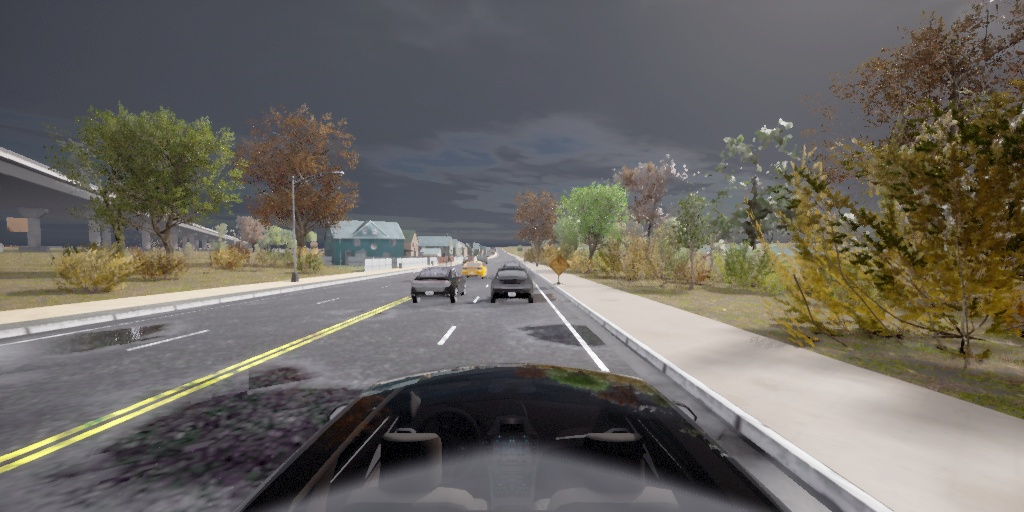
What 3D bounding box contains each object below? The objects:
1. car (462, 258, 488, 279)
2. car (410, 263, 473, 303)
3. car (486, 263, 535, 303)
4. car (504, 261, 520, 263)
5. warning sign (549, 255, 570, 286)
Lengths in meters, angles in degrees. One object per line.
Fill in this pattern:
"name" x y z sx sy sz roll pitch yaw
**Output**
"car" -3.249 1.209 31.517 1.882 1.535 5.008 0 0 0
"car" -3.250 1.234 16.508 2.128 1.511 4.902 0 0 0
"car" 0.001 1.256 16.508 1.837 1.490 4.892 0 0 0
"car" 0.001 1.219 31.516 2.128 1.511 4.902 0 0 0
"warning sign" 2.850 0.849 22.023 1.300 1.860 1.060 0 0 0
